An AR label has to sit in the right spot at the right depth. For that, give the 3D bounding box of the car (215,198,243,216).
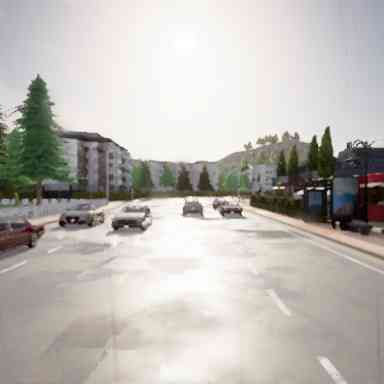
[{"bbox_3d":[3.517,1.491,31.069,1.895,1.301,4.718,0,0,1],"label":"car"}]

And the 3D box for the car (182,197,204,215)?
[{"bbox_3d":[0.086,1.449,32.032,1.994,1.385,4.181,0,0,0],"label":"car"}]

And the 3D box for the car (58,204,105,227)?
[{"bbox_3d":[-7.074,1.486,21.730,1.994,1.385,4.181,0,0,0],"label":"car"}]

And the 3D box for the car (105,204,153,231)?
[{"bbox_3d":[-3.512,1.473,20.503,2.033,1.411,5.357,0,0,0],"label":"car"}]

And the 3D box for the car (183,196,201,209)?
[{"bbox_3d":[-0.048,1.336,43.800,2.128,1.511,4.902,0,0,-1],"label":"car"}]

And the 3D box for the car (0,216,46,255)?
[{"bbox_3d":[-7.090,1.558,11.753,1.895,1.301,4.718,0,0,0],"label":"car"}]

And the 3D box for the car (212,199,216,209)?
[{"bbox_3d":[3.531,1.450,42.429,1.895,1.301,4.718,0,0,1],"label":"car"}]
